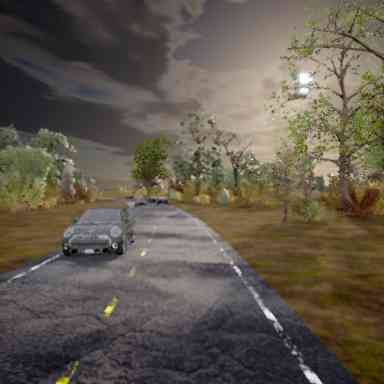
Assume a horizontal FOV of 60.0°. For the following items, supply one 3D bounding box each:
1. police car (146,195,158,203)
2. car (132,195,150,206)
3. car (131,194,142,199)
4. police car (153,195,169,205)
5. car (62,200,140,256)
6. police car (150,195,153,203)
[{"bbox_3d":[-9.176,1.563,76.405,1.930,1.638,5.238,0,0,-15],"label":"police car"},{"bbox_3d":[-8.481,1.669,55.442,1.994,1.385,4.181,0,0,-10],"label":"car"},{"bbox_3d":[-14.718,1.376,92.368,2.097,1.767,4.553,0,0,-19],"label":"car"},{"bbox_3d":[-5.477,1.533,60.710,1.930,1.638,5.238,0,0,-12],"label":"police car"},{"bbox_3d":[-3.509,1.379,13.264,2.097,1.767,4.553,0,0,-3],"label":"car"},{"bbox_3d":[-7.692,1.552,70.542,1.930,1.638,5.238,0,0,-14],"label":"police car"}]
